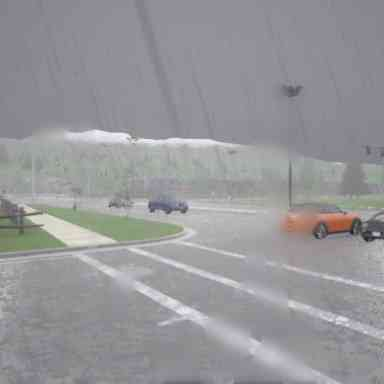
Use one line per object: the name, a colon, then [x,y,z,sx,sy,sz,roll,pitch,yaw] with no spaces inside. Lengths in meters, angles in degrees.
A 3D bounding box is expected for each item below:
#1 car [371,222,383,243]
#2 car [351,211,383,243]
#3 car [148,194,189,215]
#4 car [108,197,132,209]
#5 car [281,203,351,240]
car: [7.235,1.538,8.904,5.357,1.411,2.033,0,0,-35]
car: [9.241,1.511,14.640,4.674,1.442,1.812,0,0,-36]
car: [-2.595,1.207,34.847,2.150,2.045,5.566,0,0,-35]
car: [-9.783,1.477,45.141,2.128,1.511,4.902,0,0,-35]
car: [6.708,1.338,17.124,4.553,1.767,2.097,0,0,-35]
